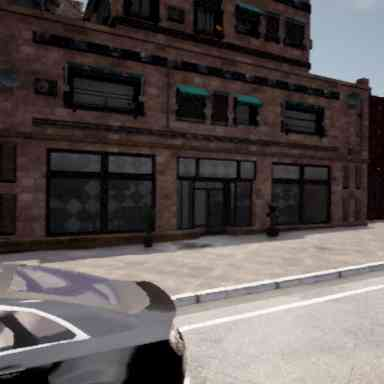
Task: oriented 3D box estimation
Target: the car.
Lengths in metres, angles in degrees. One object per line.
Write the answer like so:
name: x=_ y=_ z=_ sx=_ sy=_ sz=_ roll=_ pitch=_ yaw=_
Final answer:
car: x=-2.431 y=1.462 z=2.649 sx=4.902 sy=1.511 sz=2.128 roll=-1 pitch=1 yaw=-23
